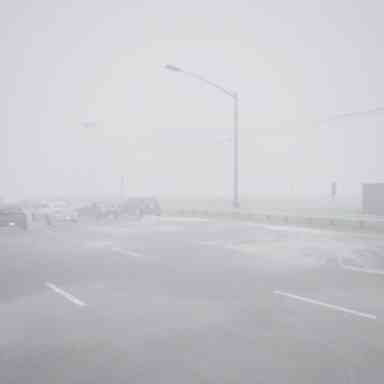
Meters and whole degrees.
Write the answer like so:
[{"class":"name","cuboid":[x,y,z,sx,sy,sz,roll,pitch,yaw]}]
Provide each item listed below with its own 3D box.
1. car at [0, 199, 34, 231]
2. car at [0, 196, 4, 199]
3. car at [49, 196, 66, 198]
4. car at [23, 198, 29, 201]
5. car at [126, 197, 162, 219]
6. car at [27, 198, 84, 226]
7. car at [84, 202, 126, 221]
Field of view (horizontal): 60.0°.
[{"class":"car","cuboid":[-10.879,1.390,18.958,1.837,1.490,4.892,0,1,-42]},{"class":"car","cuboid":[-21.793,1.135,36.290,2.097,1.767,4.553,0,1,-42]},{"class":"car","cuboid":[-16.822,1.246,41.231,1.837,1.490,4.892,0,1,-42]},{"class":"car","cuboid":[-18.382,1.369,37.735,1.895,1.301,4.718,0,1,-42]},{"class":"car","cuboid":[-4.528,1.168,27.593,2.097,1.767,4.553,0,1,-42]},{"class":"car","cuboid":[-9.292,1.385,22.401,1.812,1.442,4.674,0,1,-42]},{"class":"car","cuboid":[-7.251,1.436,25.388,1.895,1.301,4.718,0,1,-42]}]
